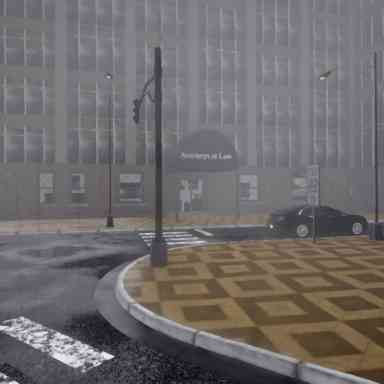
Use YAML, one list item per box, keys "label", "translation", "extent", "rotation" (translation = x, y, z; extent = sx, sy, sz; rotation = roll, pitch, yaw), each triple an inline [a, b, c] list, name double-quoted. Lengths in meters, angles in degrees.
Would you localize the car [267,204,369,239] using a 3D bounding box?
- label: "car"
  translation: [6.022, 1.321, 15.944]
  extent: [4.892, 1.490, 1.837]
  rotation: [0, 0, -14]
